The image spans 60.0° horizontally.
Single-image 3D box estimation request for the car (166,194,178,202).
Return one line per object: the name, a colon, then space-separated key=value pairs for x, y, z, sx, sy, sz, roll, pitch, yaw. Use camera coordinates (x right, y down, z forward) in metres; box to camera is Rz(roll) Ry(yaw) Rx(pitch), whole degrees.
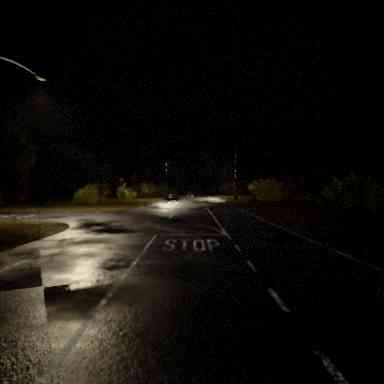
car: x=-3.446 y=1.067 z=59.150 sx=1.994 sy=1.385 sz=4.181 roll=0 pitch=1 yaw=0
